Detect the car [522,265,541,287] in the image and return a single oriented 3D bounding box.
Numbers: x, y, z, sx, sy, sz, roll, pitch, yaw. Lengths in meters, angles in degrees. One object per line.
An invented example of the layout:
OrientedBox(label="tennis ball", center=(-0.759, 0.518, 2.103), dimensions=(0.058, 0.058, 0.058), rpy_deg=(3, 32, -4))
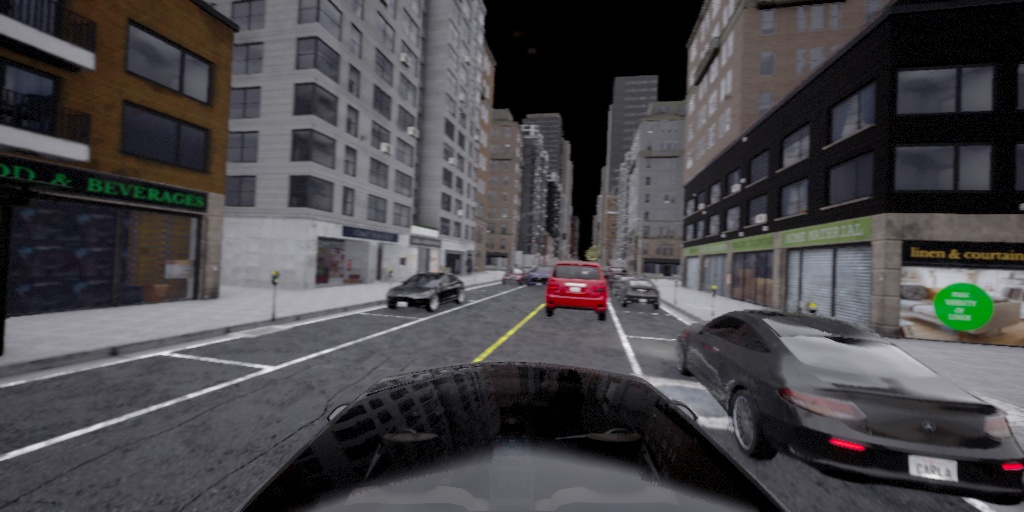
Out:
OrientedBox(label="car", center=(2.498, 1.536, 28.383), dimensions=(2.097, 1.767, 4.553), rpy_deg=(2, -1, 13))

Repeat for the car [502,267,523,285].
OrientedBox(label="car", center=(0.307, 1.697, 30.547), dimensions=(1.802, 1.307, 4.207), rpy_deg=(0, 0, 13))

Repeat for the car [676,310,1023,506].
OrientedBox(label="car", center=(3.667, 1.477, 4.943), dimensions=(1.812, 1.442, 4.674), rpy_deg=(2, -1, 13))

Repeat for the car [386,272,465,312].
OrientedBox(label="car", center=(-3.290, 1.324, 14.371), dimensions=(1.948, 1.339, 4.313), rpy_deg=(0, 0, 13))

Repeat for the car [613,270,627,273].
OrientedBox(label="car", center=(7.424, 1.892, 23.308), dimensions=(2.007, 1.370, 4.403), rpy_deg=(0, 0, 13))

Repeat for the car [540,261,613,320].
OrientedBox(label="car", center=(2.663, 1.245, 14.430), dimensions=(2.150, 2.045, 5.566), rpy_deg=(2, 0, 13))

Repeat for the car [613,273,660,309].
OrientedBox(label="car", center=(6.225, 1.774, 17.917), dimensions=(2.007, 1.370, 4.403), rpy_deg=(0, 0, 13))

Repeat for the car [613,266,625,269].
OrientedBox(label="car", center=(9.822, 1.894, 34.089), dimensions=(2.192, 1.841, 5.009), rpy_deg=(0, 0, 13))
